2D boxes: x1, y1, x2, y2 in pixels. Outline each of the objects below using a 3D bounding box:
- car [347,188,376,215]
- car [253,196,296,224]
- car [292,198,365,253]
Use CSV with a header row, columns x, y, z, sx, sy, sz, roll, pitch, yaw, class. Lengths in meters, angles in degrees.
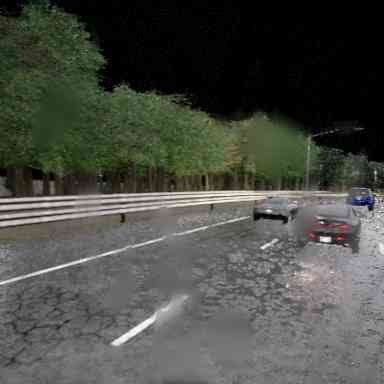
x,y,z,sx,sy,sz,roll,pitch,yaw,class
16.045,0.671,31.558,2.150,2.045,5.566,3,2,31,car
5.052,0.951,19.388,1.994,1.385,4.181,3,2,28,car
5.194,1.151,12.259,1.837,1.490,4.892,3,2,28,car
